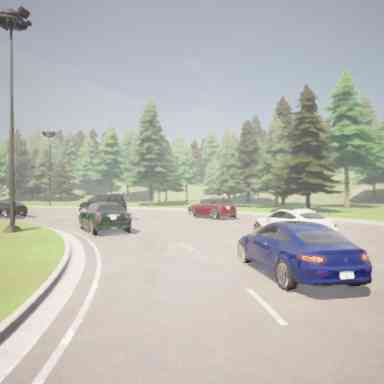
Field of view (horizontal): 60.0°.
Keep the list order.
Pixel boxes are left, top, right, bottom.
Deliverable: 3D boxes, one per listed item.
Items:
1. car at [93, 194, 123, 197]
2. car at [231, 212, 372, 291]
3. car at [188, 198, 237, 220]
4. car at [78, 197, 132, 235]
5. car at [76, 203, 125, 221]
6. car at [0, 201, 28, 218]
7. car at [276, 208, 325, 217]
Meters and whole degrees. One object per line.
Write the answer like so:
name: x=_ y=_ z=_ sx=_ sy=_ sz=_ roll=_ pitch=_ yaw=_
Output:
car: x=-9.170 y=1.246 z=34.217 sx=5.566 sy=2.045 sz=2.150 roll=0 pitch=0 yaw=37
car: x=2.690 y=1.490 z=8.895 sx=1.812 sy=1.442 sz=4.674 roll=0 pitch=0 yaw=-10
car: x=1.617 y=1.297 z=27.999 sx=2.097 sy=1.767 sz=4.553 roll=-1 pitch=0 yaw=-36
car: x=-5.126 y=1.365 z=19.222 sx=2.097 sy=1.767 sz=4.553 roll=-1 pitch=0 yaw=-29
car: x=-7.939 y=1.623 z=28.676 sx=4.718 sy=1.301 sz=1.895 roll=0 pitch=0 yaw=43
car: x=-17.352 y=1.603 z=31.016 sx=4.892 sy=1.490 sz=1.837 roll=0 pitch=0 yaw=30
car: x=4.556 y=1.466 z=15.143 sx=1.812 sy=1.442 sz=4.674 roll=0 pitch=0 yaw=-18
